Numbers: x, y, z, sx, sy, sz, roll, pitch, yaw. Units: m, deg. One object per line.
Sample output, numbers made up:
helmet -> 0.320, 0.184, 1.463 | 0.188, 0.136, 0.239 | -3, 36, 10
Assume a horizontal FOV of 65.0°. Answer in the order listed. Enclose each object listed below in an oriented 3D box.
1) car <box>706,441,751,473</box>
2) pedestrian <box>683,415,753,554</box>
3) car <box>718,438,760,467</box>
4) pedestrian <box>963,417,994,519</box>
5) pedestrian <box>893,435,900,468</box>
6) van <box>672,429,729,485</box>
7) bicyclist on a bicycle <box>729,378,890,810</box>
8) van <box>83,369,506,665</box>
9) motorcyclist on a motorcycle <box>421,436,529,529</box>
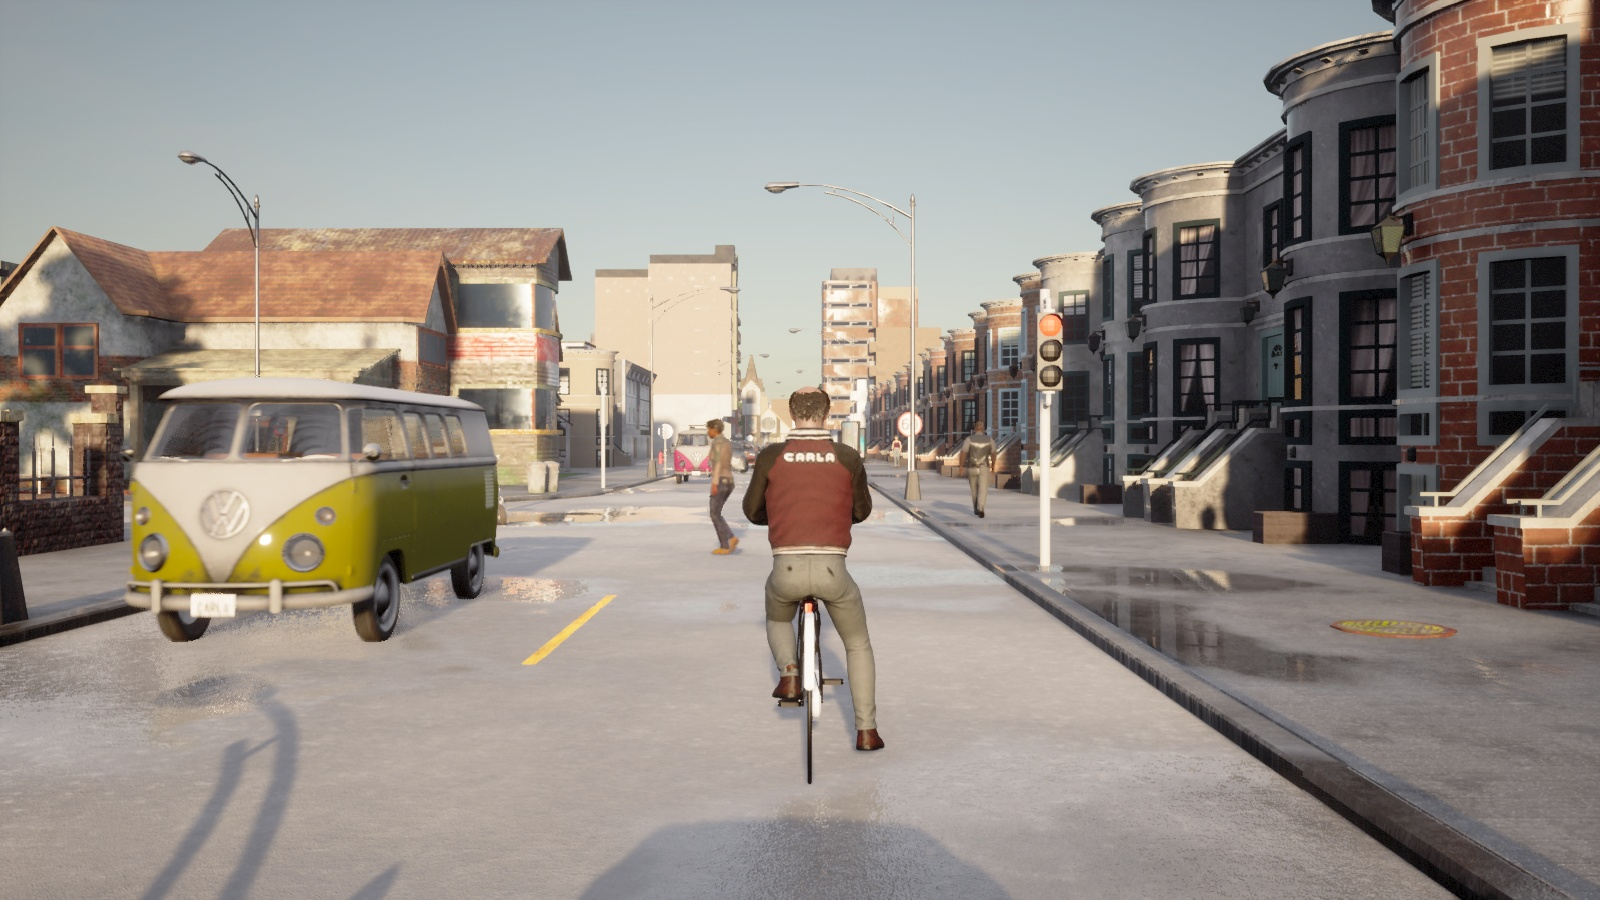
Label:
car -> -3.579, 0.332, 63.494 | 2.007, 1.525, 4.514 | 0, 0, 0
pedestrian -> -1.080, 0.446, 16.552 | 0.869, 1.805, 0.328 | 0, 0, 23
car -> -3.512, 0.108, 73.392 | 2.152, 1.651, 5.027 | 0, 0, 0
pedestrian -> 3.372, 0.325, 23.643 | 0.563, 1.883, 0.849 | 0, 0, 9
pedestrian -> 5.365, 0.067, 69.755 | 0.345, 1.836, 0.594 | 0, 0, 6
van -> -3.688, 0.230, 47.166 | 1.775, 1.987, 4.442 | 0, 0, 1
bicyclist on a bicycle -> 0.045, 0.583, 6.081 | 0.659, 1.776, 1.843 | 0, 1, 0
van -> -3.913, 0.436, 10.649 | 1.775, 1.987, 4.442 | 0, 0, 0
motorcyclist on a motorcycle -> -5.938, 0.566, 22.940 | 1.817, 1.590, 0.866 | 0, 3, 33
